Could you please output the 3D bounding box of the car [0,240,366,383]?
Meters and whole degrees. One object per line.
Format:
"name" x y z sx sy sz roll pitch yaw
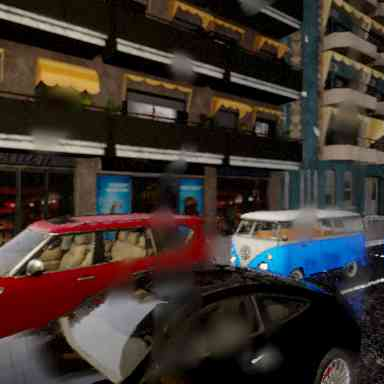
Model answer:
"car" -0.155 1.532 3.264 4.674 1.442 1.812 0 0 -35

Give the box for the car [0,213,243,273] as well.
"car" -1.830 1.321 5.245 5.009 1.841 2.192 0 0 -36

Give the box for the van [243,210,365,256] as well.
"van" 2.779 1.370 8.534 3.998 1.788 1.690 0 0 -36
